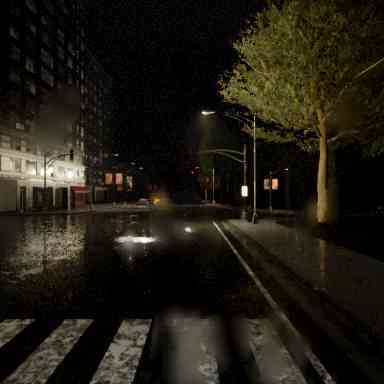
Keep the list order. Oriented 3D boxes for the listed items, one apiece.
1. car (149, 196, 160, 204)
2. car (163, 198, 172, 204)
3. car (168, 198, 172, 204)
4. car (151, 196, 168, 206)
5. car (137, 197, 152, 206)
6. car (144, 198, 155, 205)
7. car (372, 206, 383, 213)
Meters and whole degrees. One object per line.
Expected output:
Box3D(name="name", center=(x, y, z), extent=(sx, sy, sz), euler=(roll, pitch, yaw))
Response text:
Box3D(name="car", center=(-9.553, 1.961, 85.923), extent=(2.150, 2.045, 5.566), euler=(0, -1, 0))
Box3D(name="car", center=(-6.303, 2.264, 86.178), extent=(1.812, 1.442, 4.674), euler=(0, -1, 0))
Box3D(name="car", center=(-6.327, 2.127, 75.976), extent=(2.033, 1.411, 5.357), euler=(0, -1, 0))
Box3D(name="car", center=(-6.350, 1.926, 65.976), extent=(1.882, 1.535, 5.008), euler=(0, -1, 0))
Box3D(name="car", center=(-9.601, 2.008, 65.649), extent=(1.994, 1.385, 4.181), euler=(0, -1, 0))
Box3D(name="car", center=(-9.578, 2.132, 75.517), extent=(1.994, 1.385, 4.181), euler=(0, -1, 0))
Box3D(name="car", center=(41.779, 3.912, 74.422), extent=(4.892, 1.490, 1.837), euler=(4, -3, -45))
